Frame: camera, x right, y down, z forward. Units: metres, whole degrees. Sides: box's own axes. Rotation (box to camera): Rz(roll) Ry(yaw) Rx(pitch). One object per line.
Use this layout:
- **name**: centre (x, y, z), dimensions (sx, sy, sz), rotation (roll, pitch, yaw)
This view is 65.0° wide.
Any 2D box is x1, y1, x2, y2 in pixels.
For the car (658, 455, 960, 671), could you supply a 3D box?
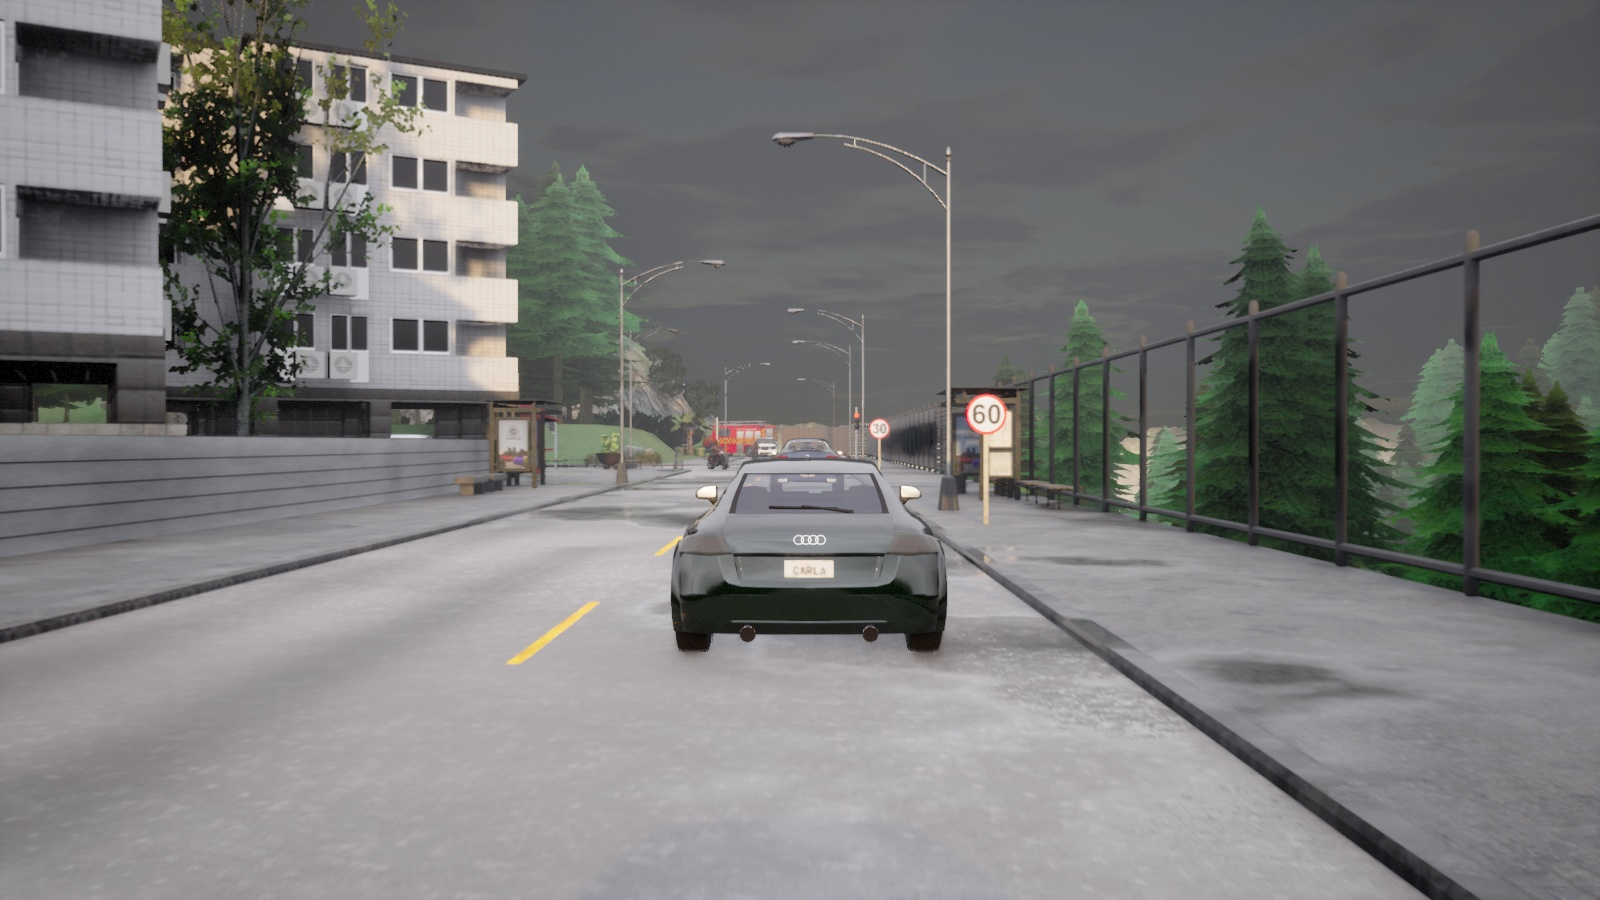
- **car**: centre (0.070, 0.752, 10.375), dimensions (1.994, 1.385, 4.181), rotation (0, 0, 0)

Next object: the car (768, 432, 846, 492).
- **car**: centre (0.213, 0.315, 37.388), dimensions (2.152, 1.651, 5.027), rotation (0, 0, 0)

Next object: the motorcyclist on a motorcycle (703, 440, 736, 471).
- **motorcyclist on a motorcycle**: centre (-4.473, 0.302, 69.504), dimensions (0.766, 1.649, 2.350), rotation (-2, 2, -30)

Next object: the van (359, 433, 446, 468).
- **van**: centre (-23.279, 0.036, 73.686), dimensions (4.480, 2.038, 2.069), rotation (0, 0, 0)
